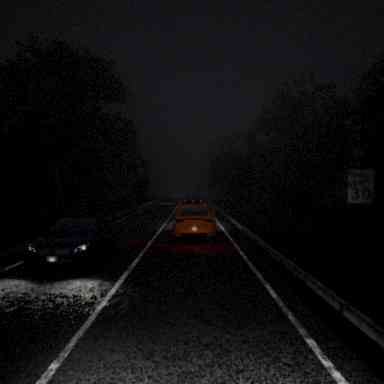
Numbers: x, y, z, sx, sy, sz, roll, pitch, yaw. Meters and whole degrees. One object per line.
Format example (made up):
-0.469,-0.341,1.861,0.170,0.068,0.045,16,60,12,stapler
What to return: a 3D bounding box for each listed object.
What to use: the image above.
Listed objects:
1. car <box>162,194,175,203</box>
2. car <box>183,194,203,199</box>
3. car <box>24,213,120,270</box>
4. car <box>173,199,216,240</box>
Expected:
-3.574,0.954,51.949,2.033,1.411,5.357,0,1,0,car
0.102,0.977,36.288,2.097,1.767,4.553,0,1,0,car
-3.600,1.440,10.870,1.812,1.442,4.674,0,1,0,car
0.101,1.342,16.200,1.882,1.535,5.008,0,1,0,car
